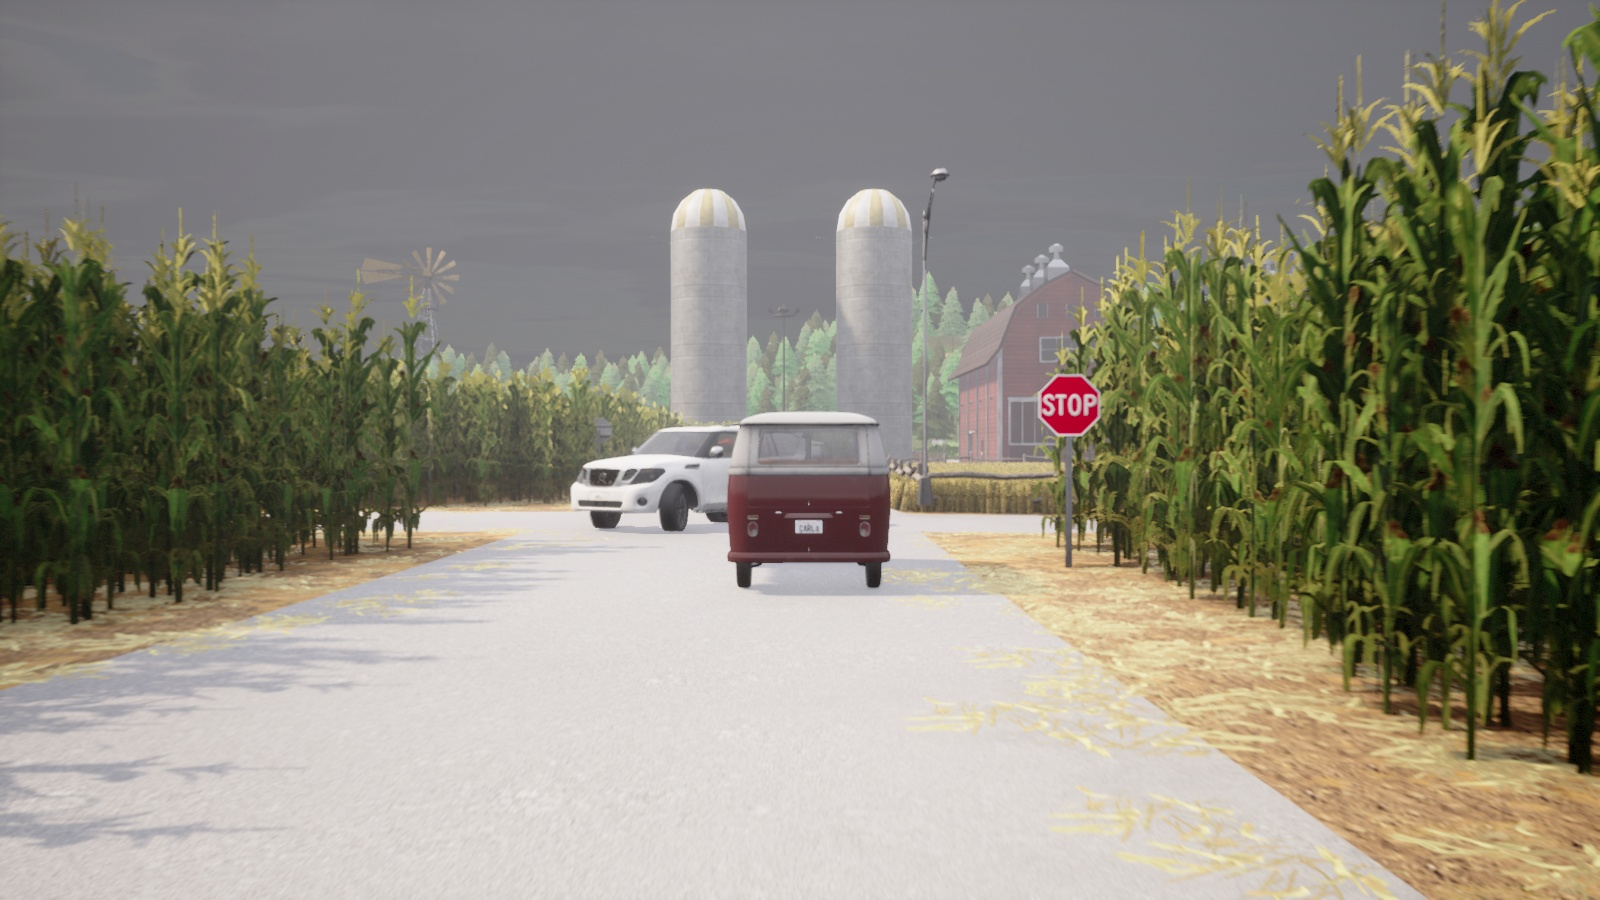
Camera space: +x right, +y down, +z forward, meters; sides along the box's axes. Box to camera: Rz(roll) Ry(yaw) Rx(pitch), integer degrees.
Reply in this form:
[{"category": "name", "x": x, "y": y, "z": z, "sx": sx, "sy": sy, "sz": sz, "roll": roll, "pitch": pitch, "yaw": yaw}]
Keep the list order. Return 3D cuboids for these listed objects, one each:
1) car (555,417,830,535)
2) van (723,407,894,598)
[{"category": "car", "x": -1.940, "y": 0.494, "z": 24.655, "sx": 2.150, "sy": 2.045, "sz": 5.566, "roll": 0, "pitch": -1, "yaw": 38}, {"category": "van", "x": 0.103, "y": 0.537, "z": 15.276, "sx": 1.775, "sy": 1.987, "sz": 4.442, "roll": 0, "pitch": 0, "yaw": 0}]
